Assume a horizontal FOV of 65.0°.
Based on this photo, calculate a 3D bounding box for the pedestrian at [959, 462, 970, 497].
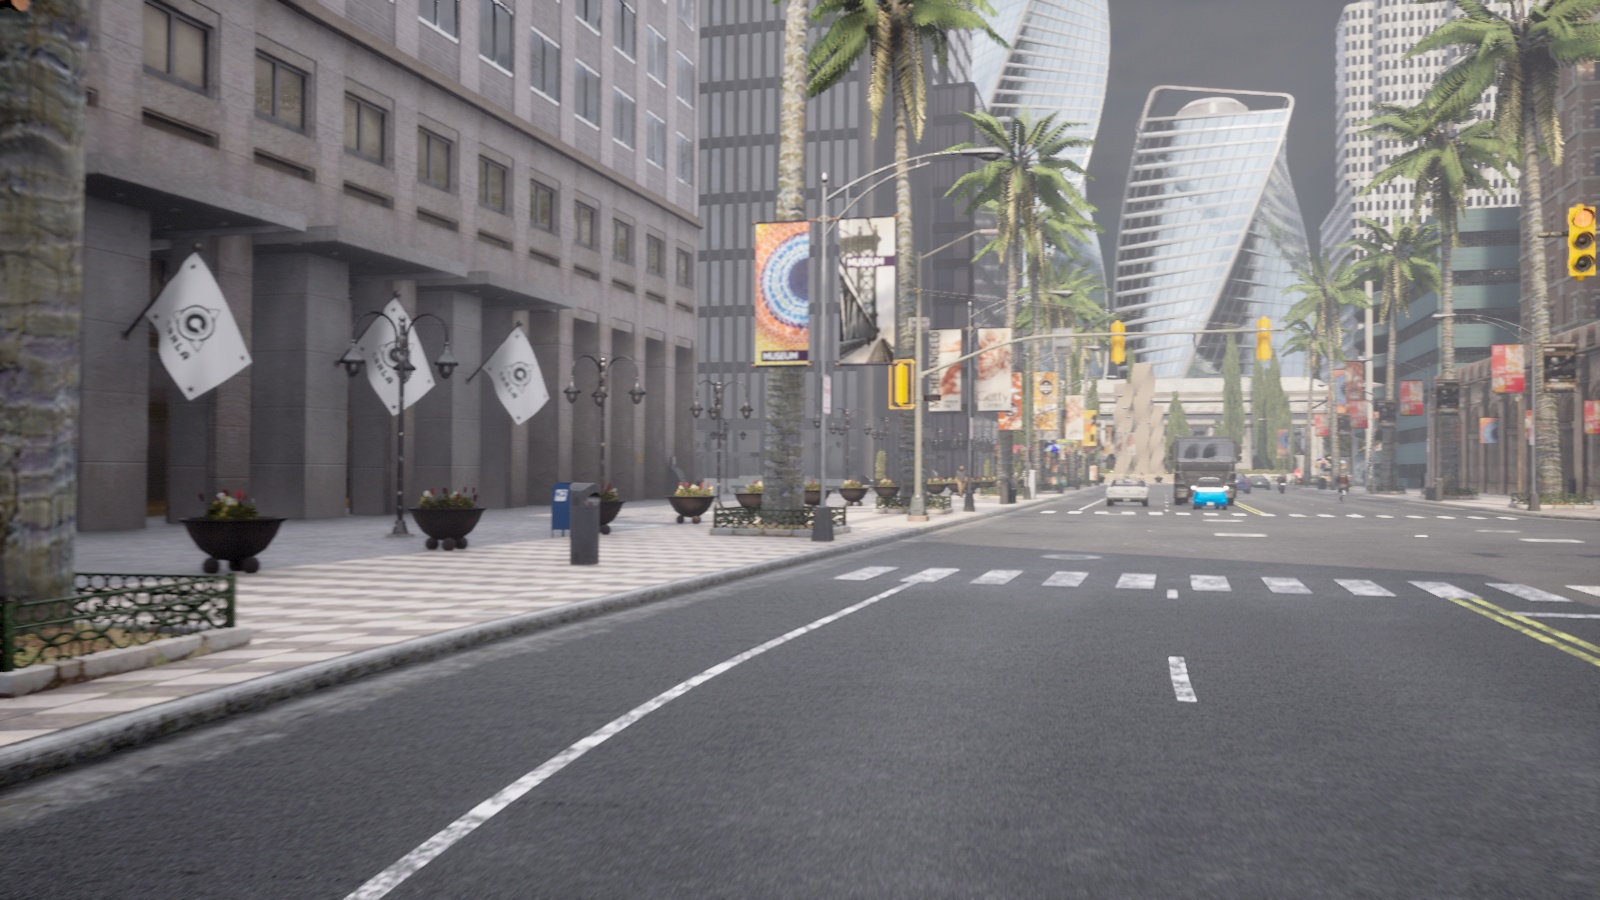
[{"bbox_3d":[8.821,1.575,67.318,0.540,1.848,0.694,0,-1,8],"label":"pedestrian"}]

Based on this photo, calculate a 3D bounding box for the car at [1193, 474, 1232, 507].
[{"bbox_3d":[17.747,1.726,54.083,1.481,1.376,2.207,0,-1,16],"label":"car"}]

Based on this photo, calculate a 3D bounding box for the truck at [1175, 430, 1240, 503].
[{"bbox_3d":[20.466,0.838,63.378,2.891,3.462,7.936,0,-1,16],"label":"truck"}]

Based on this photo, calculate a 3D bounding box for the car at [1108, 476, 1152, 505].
[{"bbox_3d":[15.506,1.859,58.871,1.895,1.301,4.718,0,-1,16],"label":"car"}]
